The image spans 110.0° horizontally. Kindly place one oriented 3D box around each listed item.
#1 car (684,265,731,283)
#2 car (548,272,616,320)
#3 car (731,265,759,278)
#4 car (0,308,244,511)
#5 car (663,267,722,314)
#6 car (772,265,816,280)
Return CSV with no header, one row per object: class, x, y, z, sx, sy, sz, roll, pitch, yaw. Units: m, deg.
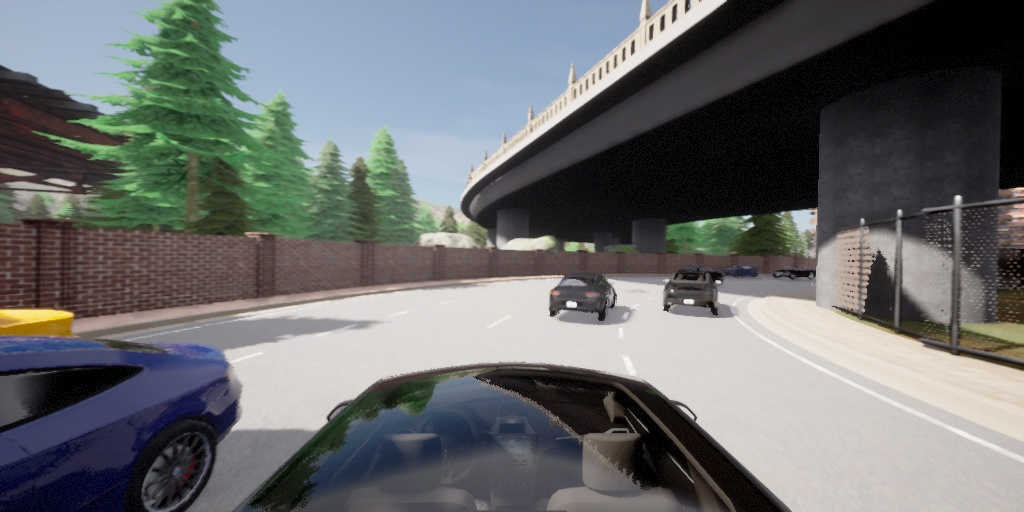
car,14.083,1.463,27.023,4.902,1.511,2.128,1,0,-36
car,2.619,1.301,12.901,1.812,1.442,4.674,1,0,21
car,25.393,1.692,40.140,4.674,1.442,1.812,1,0,-19
car,-3.408,1.208,1.417,1.812,1.442,4.674,1,0,2
car,7.350,1.371,14.688,1.837,1.490,4.892,0,0,28
car,29.937,1.755,38.037,4.902,1.511,2.128,1,0,-19
